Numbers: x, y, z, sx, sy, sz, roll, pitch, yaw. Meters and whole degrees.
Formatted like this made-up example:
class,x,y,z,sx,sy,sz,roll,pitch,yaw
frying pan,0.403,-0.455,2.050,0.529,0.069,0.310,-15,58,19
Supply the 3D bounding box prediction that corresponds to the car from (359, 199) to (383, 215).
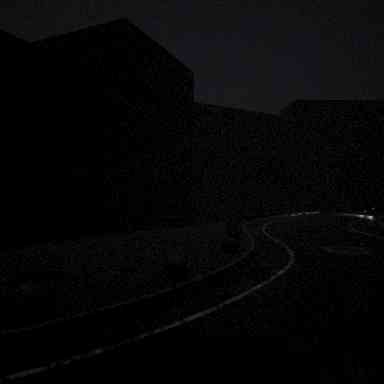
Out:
class,x,y,z,sx,sy,sz,roll,pitch,yaw
car,17.609,1.283,29.161,5.357,1.411,2.033,0,0,-8
